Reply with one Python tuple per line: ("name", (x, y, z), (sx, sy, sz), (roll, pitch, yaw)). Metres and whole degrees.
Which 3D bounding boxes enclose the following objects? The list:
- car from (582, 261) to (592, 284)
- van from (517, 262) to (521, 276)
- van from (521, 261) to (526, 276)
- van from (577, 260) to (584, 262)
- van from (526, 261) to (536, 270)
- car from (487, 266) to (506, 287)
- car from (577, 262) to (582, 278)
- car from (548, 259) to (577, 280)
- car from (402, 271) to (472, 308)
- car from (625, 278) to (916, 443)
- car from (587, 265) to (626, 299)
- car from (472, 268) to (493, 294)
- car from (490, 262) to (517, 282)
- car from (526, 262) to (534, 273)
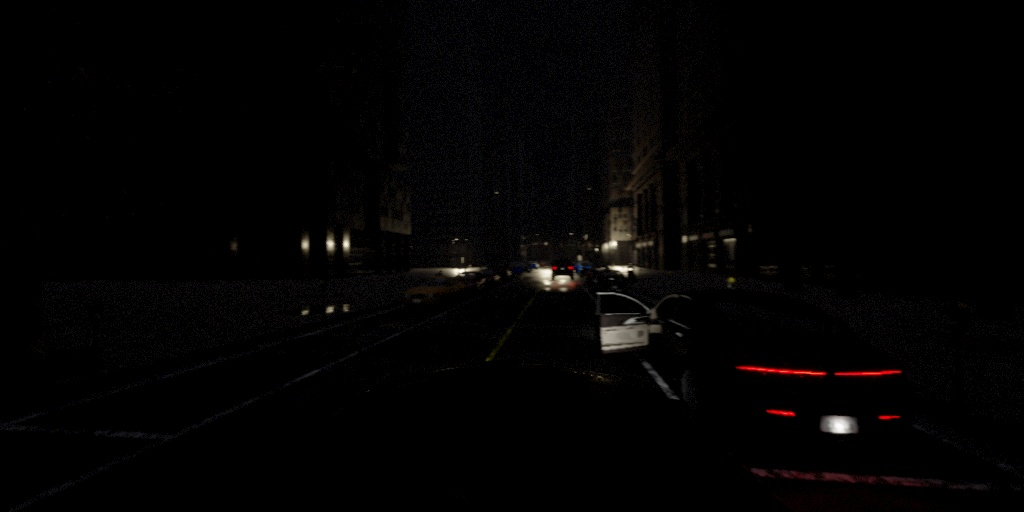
("car", (6.546, 1.406, 26.941), (1.967, 1.591, 4.097), (0, 0, 8))
("van", (-0.361, 1.556, 39.337), (1.690, 1.789, 3.998), (0, 0, 8))
("van", (0.409, 1.616, 44.962), (1.690, 1.789, 3.998), (0, 0, 8))
("van", (8.856, 1.484, 43.817), (1.690, 1.789, 3.998), (0, 0, 8))
("van", (2.718, 1.795, 61.836), (1.690, 1.789, 3.998), (0, 0, 8))
("car", (-1.900, 1.680, 28.088), (1.802, 1.307, 4.207), (0, 0, 8))
("car", (8.086, 1.634, 38.192), (2.007, 1.370, 4.403), (0, 0, 8))
("car", (5.062, 1.320, 35.973), (2.150, 2.045, 5.566), (-1, -1, 8))
("car", (-3.463, 1.507, 16.670), (1.751, 1.417, 4.829), (0, 0, 8))
("car", (3.196, 1.256, 5.553), (1.837, 1.490, 4.892), (-1, -1, 8))
("car", (5.777, 1.459, 21.317), (2.007, 1.370, 4.403), (0, 0, 8))
("car", (-2.670, 1.622, 22.463), (1.802, 1.307, 4.207), (0, 0, 8))
("car", (-1.131, 1.472, 33.712), (2.192, 1.841, 5.009), (0, 0, 8))
("car", (1.948, 1.976, 56.211), (1.802, 1.307, 4.207), (0, 0, 8))
